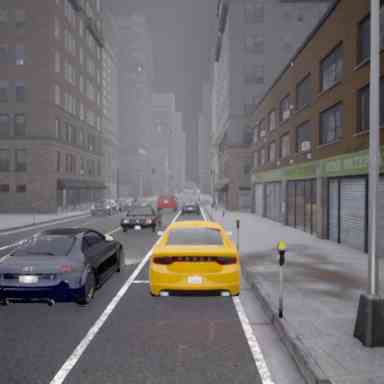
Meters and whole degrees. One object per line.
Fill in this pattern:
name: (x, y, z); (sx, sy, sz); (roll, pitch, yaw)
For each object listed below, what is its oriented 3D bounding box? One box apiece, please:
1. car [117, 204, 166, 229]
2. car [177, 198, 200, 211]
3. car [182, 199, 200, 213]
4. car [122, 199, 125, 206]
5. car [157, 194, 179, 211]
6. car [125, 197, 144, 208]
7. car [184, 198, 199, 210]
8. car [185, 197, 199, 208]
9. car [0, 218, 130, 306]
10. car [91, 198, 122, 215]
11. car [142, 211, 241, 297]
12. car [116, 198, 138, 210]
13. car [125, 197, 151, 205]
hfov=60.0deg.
car: (-2.875, 1.600, 19.941); (1.895, 1.301, 4.718); (0, 0, 0)
car: (-0.122, 1.568, 33.069); (1.947, 1.339, 4.313); (-1, 0, 0)
car: (-0.080, 1.549, 38.573); (1.887, 1.381, 4.507); (-1, 0, 0)
car: (-8.604, 1.569, 38.641); (1.947, 1.339, 4.313); (-1, 0, 0)
car: (-2.827, 1.225, 39.230); (2.150, 2.045, 5.566); (0, 0, 0)
car: (-8.518, 1.553, 49.651); (1.887, 1.381, 4.507); (-1, 0, 0)
car: (-0.036, 1.552, 44.079); (1.887, 1.381, 4.507); (-1, 0, 0)
car: (0.006, 1.554, 49.584); (1.887, 1.381, 4.507); (-1, 0, 0)
car: (-2.970, 1.562, 8.081); (1.994, 1.385, 4.181); (0, 0, 0)
car: (-8.649, 1.442, 33.135); (1.967, 1.590, 4.097); (-1, 0, 0)
car: (0.074, 1.476, 8.634); (1.882, 1.535, 5.008); (0, 0, 0)
car: (-8.561, 1.557, 44.146); (2.008, 1.369, 4.403); (-1, 0, 0)
car: (-5.910, 1.355, 38.085); (2.097, 1.767, 4.553); (0, 0, 1)
